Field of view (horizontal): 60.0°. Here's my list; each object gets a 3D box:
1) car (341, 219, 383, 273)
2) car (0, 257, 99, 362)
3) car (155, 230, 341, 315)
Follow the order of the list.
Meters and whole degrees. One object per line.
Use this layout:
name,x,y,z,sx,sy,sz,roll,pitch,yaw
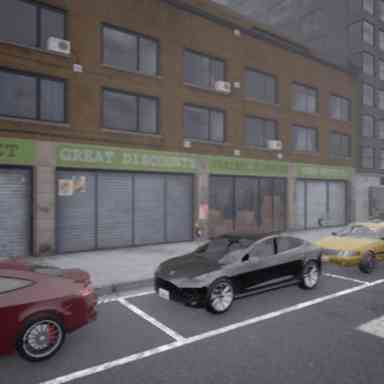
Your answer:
car,5.718,1.584,10.851,4.829,1.417,1.752,0,0,-36
car,-3.370,1.580,4.362,4.206,1.307,1.802,0,0,-36
car,1.243,1.595,7.656,4.313,1.339,1.947,0,0,-36
